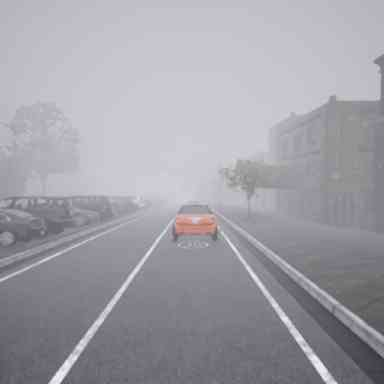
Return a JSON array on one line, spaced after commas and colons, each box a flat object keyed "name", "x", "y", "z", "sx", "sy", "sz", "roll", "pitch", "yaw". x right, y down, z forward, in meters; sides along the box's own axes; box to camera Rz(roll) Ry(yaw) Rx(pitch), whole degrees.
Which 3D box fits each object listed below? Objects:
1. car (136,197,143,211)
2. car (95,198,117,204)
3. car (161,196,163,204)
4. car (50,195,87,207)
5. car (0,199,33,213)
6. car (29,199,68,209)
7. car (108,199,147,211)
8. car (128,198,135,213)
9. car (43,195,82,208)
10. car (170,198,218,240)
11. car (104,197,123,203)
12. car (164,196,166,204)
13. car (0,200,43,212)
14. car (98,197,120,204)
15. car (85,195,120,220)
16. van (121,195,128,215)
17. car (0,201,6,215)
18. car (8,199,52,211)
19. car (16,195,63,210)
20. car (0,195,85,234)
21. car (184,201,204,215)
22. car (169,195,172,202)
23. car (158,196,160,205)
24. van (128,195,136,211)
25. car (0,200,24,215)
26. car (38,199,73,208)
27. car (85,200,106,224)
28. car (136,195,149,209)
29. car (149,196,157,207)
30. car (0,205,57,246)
[{"name": "car", "x": -8.727, "y": 1.662, "z": 39.453, "sx": 5.008, "sy": 1.535, "sz": 2.097, "roll": 0, "pitch": -1, "yaw": 0}, {"name": "car", "x": -21.738, "y": 2.188, "z": 83.951, "sx": 4.892, "sy": 1.521, "sz": 2.231, "roll": 0, "pitch": -1, "yaw": 0}, {"name": "car", "x": -8.658, "y": 1.973, "z": 64.677, "sx": 4.792, "sy": 1.488, "sz": 2.163, "roll": 0, "pitch": -1, "yaw": 0}, {"name": "car", "x": -21.749, "y": 1.620, "z": 58.732, "sx": 5.566, "sy": 2.045, "sz": 2.435, "roll": 0, "pitch": -1, "yaw": 0}, {"name": "car", "x": -21.806, "y": 1.664, "z": 39.361, "sx": 5.008, "sy": 1.535, "sz": 2.097, "roll": 0, "pitch": -1, "yaw": 0}, {"name": "car", "x": -21.787, "y": 1.774, "z": 50.500, "sx": 5.008, "sy": 1.535, "sz": 2.097, "roll": 0, "pitch": -1, "yaw": 0}, {"name": "car", "x": -8.717, "y": 1.716, "z": 45.063, "sx": 4.892, "sy": 1.521, "sz": 2.231, "roll": 0, "pitch": -1, "yaw": 0}, {"name": "car", "x": -8.737, "y": 1.611, "z": 33.847, "sx": 4.892, "sy": 1.521, "sz": 2.231, "roll": 0, "pitch": -1, "yaw": 0}, {"name": "car", "x": -21.753, "y": 1.586, "z": 56.071, "sx": 5.566, "sy": 2.045, "sz": 2.435, "roll": 0, "pitch": -1, "yaw": 0}, {"name": "car", "x": 0.153, "y": 1.355, "z": 17.097, "sx": 2.097, "sy": 1.767, "sz": 4.553, "roll": 0, "pitch": 0, "yaw": 0}, {"name": "car", "x": -21.749, "y": 2.166, "z": 92.279, "sx": 4.553, "sy": 1.767, "sz": 2.185, "roll": 0, "pitch": -1, "yaw": 0}, {"name": "car", "x": -8.672, "y": 2.013, "z": 70.284, "sx": 5.008, "sy": 1.535, "sz": 2.097, "roll": 0, "pitch": -1, "yaw": 0}, {"name": "car", "x": -21.777, "y": 1.720, "z": 42.145, "sx": 4.792, "sy": 1.488, "sz": 2.163, "roll": 0, "pitch": -1, "yaw": 0}, {"name": "car", "x": -21.543, "y": 2.219, "z": 86.727, "sx": 5.366, "sy": 1.575, "sz": 1.946, "roll": 0, "pitch": -1, "yaw": 0}, {"name": "car", "x": -8.793, "y": 1.284, "z": 25.440, "sx": 5.566, "sy": 2.045, "sz": 2.435, "roll": 0, "pitch": 0, "yaw": 0}, {"name": "van", "x": -8.633, "y": 1.358, "z": 31.045, "sx": 4.442, "sy": 1.987, "sz": 1.878, "roll": 0, "pitch": -1, "yaw": 0}, {"name": "car", "x": -21.821, "y": 1.652, "z": 33.789, "sx": 4.674, "sy": 1.452, "sz": 2.002, "roll": 0, "pitch": -1, "yaw": 0}, {"name": "car", "x": -21.831, "y": 1.746, "z": 44.930, "sx": 4.792, "sy": 1.488, "sz": 2.163, "roll": 0, "pitch": -1, "yaw": 0}, {"name": "car", "x": -21.769, "y": 1.492, "z": 47.716, "sx": 5.566, "sy": 2.045, "sz": 2.435, "roll": 0, "pitch": -1, "yaw": 0}, {"name": "car", "x": -8.821, "y": 1.230, "z": 17.030, "sx": 5.566, "sy": 2.045, "sz": 2.435, "roll": 0, "pitch": 0, "yaw": 0}, {"name": "car", "x": 0.219, "y": 1.727, "z": 37.910, "sx": 2.033, "sy": 1.411, "sz": 5.357, "roll": 0, "pitch": -1, "yaw": 0}, {"name": "car", "x": -8.624, "y": 1.938, "z": 84.302, "sx": 5.566, "sy": 2.045, "sz": 2.435, "roll": 0, "pitch": -1, "yaw": 0}, {"name": "car", "x": -8.726, "y": 1.902, "z": 59.071, "sx": 4.792, "sy": 1.488, "sz": 2.163, "roll": 0, "pitch": -1, "yaw": 0}, {"name": "van", "x": -8.854, "y": 1.410, "z": 36.652, "sx": 4.442, "sy": 1.987, "sz": 1.878, "roll": 0, "pitch": -1, "yaw": 0}, {"name": "car", "x": -21.632, "y": 1.635, "z": 36.574, "sx": 5.366, "sy": 1.575, "sz": 1.946, "roll": 0, "pitch": -1, "yaw": 0}, {"name": "car", "x": -21.785, "y": 1.843, "z": 53.160, "sx": 4.674, "sy": 1.452, "sz": 2.002, "roll": 0, "pitch": -1, "yaw": 0}, {"name": "car", "x": -8.779, "y": 1.514, "z": 22.633, "sx": 4.892, "sy": 1.521, "sz": 2.231, "roll": 0, "pitch": 0, "yaw": 0}, {"name": "car", "x": -8.755, "y": 1.437, "z": 42.259, "sx": 5.566, "sy": 2.045, "sz": 2.435, "roll": 0, "pitch": -1, "yaw": 0}, {"name": "car", "x": -8.702, "y": 1.804, "z": 53.469, "sx": 5.008, "sy": 1.535, "sz": 2.097, "roll": 0, "pitch": -1, "yaw": 0}, {"name": "car", "x": -8.797, "y": 1.472, "z": 14.228, "sx": 4.892, "sy": 1.521, "sz": 2.231, "roll": 0, "pitch": 0, "yaw": 0}]
